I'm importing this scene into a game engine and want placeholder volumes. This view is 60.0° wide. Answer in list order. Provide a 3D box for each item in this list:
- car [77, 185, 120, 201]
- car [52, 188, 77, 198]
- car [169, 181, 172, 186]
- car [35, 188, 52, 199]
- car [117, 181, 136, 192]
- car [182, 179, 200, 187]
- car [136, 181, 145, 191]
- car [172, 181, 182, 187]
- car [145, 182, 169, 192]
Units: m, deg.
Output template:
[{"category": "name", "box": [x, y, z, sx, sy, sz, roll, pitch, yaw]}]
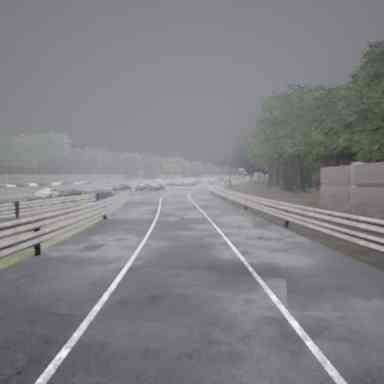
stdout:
[{"category": "car", "box": [-11.553, 0.279, 41.459, 2.033, 1.411, 5.357, 0, 3, 15]}, {"category": "car", "box": [-14.932, 0.198, 42.365, 2.128, 1.511, 4.902, 0, 3, 15]}, {"category": "car", "box": [-5.392, -2.349, 91.635, 1.895, 1.301, 4.718, 0, 3, 15]}, {"category": "car", "box": [-18.316, 0.207, 43.264, 1.812, 1.442, 4.674, 0, 3, 15]}, {"category": "car", "box": [-13.145, -0.826, 62.619, 2.033, 1.411, 5.357, 0, 3, 15]}, {"category": "car", "box": [-0.188, -2.037, 83.994, 2.033, 1.411, 5.357, 0, 3, 15]}, {"category": "car", "box": [-9.247, -0.926, 63.646, 1.812, 1.442, 4.674, 0, 3, 15]}, {"category": "car", "box": [-3.048, -2.156, 86.851, 1.994, 1.385, 4.181, 0, 3, 15]}, {"category": "car", "box": [-6.381, -0.796, 60.815, 1.812, 1.442, 4.674, 0, 3, 15]}]
